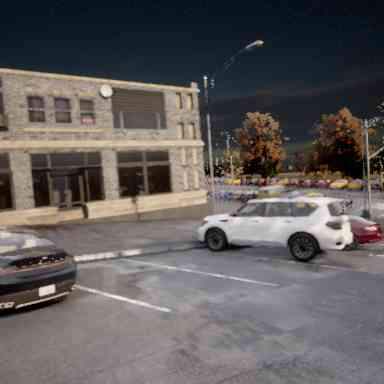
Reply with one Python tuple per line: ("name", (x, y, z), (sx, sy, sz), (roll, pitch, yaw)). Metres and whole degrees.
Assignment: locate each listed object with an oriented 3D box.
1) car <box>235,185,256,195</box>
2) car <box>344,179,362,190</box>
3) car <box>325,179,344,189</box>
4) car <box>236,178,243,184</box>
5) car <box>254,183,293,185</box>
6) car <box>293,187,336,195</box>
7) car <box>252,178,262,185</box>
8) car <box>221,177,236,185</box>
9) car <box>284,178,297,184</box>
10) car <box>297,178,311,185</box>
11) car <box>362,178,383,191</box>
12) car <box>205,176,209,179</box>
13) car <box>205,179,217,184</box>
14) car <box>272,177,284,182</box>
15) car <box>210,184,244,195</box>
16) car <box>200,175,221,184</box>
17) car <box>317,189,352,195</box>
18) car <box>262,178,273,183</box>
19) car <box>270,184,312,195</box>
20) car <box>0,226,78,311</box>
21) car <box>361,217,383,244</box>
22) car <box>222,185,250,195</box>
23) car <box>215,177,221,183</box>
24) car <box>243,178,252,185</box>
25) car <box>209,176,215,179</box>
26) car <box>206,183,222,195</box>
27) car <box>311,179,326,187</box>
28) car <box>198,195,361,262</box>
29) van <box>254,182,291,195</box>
("car", (8.045, 0.442, 41.836), (2.231, 1.521, 4.892), (0, 6, 41))
("car", (24.827, -1.156, 49.528), (1.946, 1.575, 5.366), (1, 5, 41))
("car", (23.162, -1.246, 51.840), (1.946, 1.575, 5.366), (1, 6, 42))
("car", (12.451, -2.258, 73.045), (2.163, 1.488, 4.792), (1, 6, 44))
("car", (11.282, -0.065, 45.863), (2.128, 1.511, 4.902), (-6, 5, -28))
("car", (12.593, 0.775, 34.079), (1.946, 1.575, 5.366), (0, 6, 40))
("car", (15.041, -2.018, 67.706), (2.097, 1.535, 5.008), (1, 6, 44))
("car", (9.863, -2.556, 78.351), (2.097, 1.535, 5.008), (1, 6, 45))
("car", (19.065, -1.754, 59.778), (2.185, 1.767, 4.553), (1, 5, 43))
("car", (20.472, -1.465, 57.192), (2.002, 1.452, 4.674), (1, 5, 42))
("car", (26.117, -1.140, 46.771), (2.185, 1.767, 4.553), (1, 5, 41))
("car", (5.996, -2.961, 86.287), (5.366, 1.575, 1.946), (-7, 6, -44))
("car", (0.992, -0.444, 55.182), (2.435, 2.045, 5.566), (0, 6, 43))
("car", (17.853, -1.778, 62.571), (1.946, 1.575, 5.366), (1, 5, 43))
("car", (5.182, 0.232, 47.153), (2.002, 1.452, 4.674), (0, 6, 42))
("car", (4.899, -3.368, 89.125), (5.566, 2.045, 2.435), (-7, 6, -44))
("car", (13.802, 0.965, 31.274), (2.163, 1.488, 4.792), (0, 7, 40))
("car", (16.399, -2.015, 65.077), (2.185, 1.767, 4.553), (2, 6, 43))
("car", (10.953, 0.559, 36.529), (2.185, 1.767, 4.553), (0, 6, 40))
("car", (-4.500, 1.488, 7.223), (4.892, 1.521, 2.231), (-1, -1, 35))
("car", (5.417, 1.530, 14.132), (4.674, 1.452, 2.002), (-1, -1, 35))
("car", (6.617, 0.356, 44.494), (2.002, 1.452, 4.674), (1, 7, 41))
("car", (8.583, -2.817, 81.006), (4.553, 1.767, 2.185), (-7, 6, -45))
("car", (13.714, -2.118, 70.333), (2.163, 1.488, 4.792), (2, 6, 44))
("car", (7.358, -2.833, 83.723), (4.892, 1.521, 2.231), (-7, 6, -44))
("car", (2.382, -0.022, 52.496), (2.002, 1.452, 4.674), (1, 7, 42))
("car", (21.869, -1.341, 54.585), (2.002, 1.452, 4.674), (1, 5, 42))
("car", (2.914, 1.238, 12.418), (5.566, 2.045, 2.435), (-1, -1, 35))
("van", (9.567, 0.324, 39.266), (1.878, 1.987, 4.442), (0, 6, 41))
